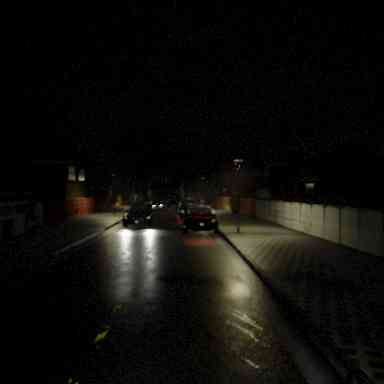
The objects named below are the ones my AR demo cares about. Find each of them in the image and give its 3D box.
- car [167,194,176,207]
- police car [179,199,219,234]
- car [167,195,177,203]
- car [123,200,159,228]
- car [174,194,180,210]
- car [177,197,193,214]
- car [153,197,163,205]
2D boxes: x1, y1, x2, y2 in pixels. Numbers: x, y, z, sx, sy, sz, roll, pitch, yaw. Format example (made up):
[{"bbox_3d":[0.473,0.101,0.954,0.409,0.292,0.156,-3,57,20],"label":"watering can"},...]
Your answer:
[{"bbox_3d":[-2.853,1.321,53.416,2.150,2.045,5.566,0,0,-5],"label":"car"},{"bbox_3d":[0.394,1.426,19.299,1.930,1.638,5.238,0,0,-2],"label":"police car"},{"bbox_3d":[-4.247,1.474,70.467,1.882,1.535,5.008,0,0,-5],"label":"car"},{"bbox_3d":[-3.457,1.536,22.357,1.812,1.442,4.674,0,0,-3],"label":"car"},{"bbox_3d":[-0.555,1.386,35.209,2.097,1.767,4.553,0,0,-4],"label":"car"},{"bbox_3d":[-0.135,1.497,29.223,1.882,1.535,5.008,0,0,-4],"label":"car"},{"bbox_3d":[-6.493,1.683,63.357,2.033,1.411,5.357,0,0,-4],"label":"car"}]
